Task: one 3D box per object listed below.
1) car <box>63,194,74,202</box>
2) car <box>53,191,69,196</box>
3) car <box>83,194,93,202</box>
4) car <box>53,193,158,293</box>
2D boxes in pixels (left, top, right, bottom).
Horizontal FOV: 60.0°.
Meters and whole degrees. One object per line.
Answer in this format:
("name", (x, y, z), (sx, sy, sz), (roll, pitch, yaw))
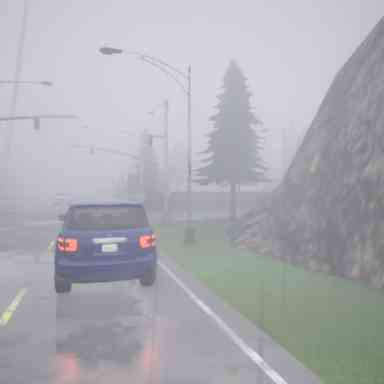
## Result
("car", (-23.689, 1.152, 64.003), (1.812, 1.442, 4.674), (0, 1, -18))
("car", (-18.725, 0.939, 48.205), (2.150, 2.045, 5.566), (0, 0, -18))
("car", (-20.158, 1.154, 64.459), (1.812, 1.442, 4.674), (0, 0, -18))
("car", (-2.395, 1.169, 9.042), (2.150, 2.045, 5.566), (0, 0, -17))
